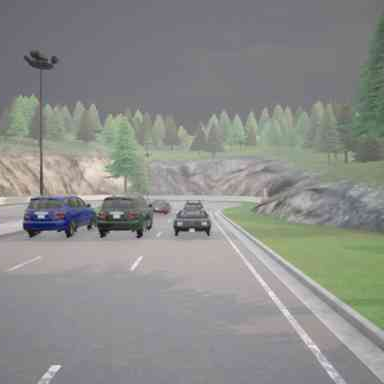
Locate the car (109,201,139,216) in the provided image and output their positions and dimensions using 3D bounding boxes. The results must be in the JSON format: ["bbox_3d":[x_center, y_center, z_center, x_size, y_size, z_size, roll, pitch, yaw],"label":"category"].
[{"bbox_3d":[-6.776,1.601,33.611,1.895,1.301,4.718,0,0,3],"label":"car"}]

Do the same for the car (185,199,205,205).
[{"bbox_3d":[0.257,1.492,34.131,2.128,1.511,4.902,0,0,3],"label":"car"}]

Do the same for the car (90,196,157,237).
[{"bbox_3d":[-3.470,1.223,18.116,2.150,2.045,5.566,0,0,1],"label":"car"}]

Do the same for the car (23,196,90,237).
[{"bbox_3d":[-6.969,1.223,18.123,2.150,2.045,5.566,0,0,1],"label":"car"}]

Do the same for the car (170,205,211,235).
[{"bbox_3d":[0.037,1.601,18.631,1.895,1.301,4.718,0,0,1],"label":"car"}]

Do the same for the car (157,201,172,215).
[{"bbox_3d":[-3.237,1.565,34.179,1.994,1.385,4.181,0,0,3],"label":"car"}]
